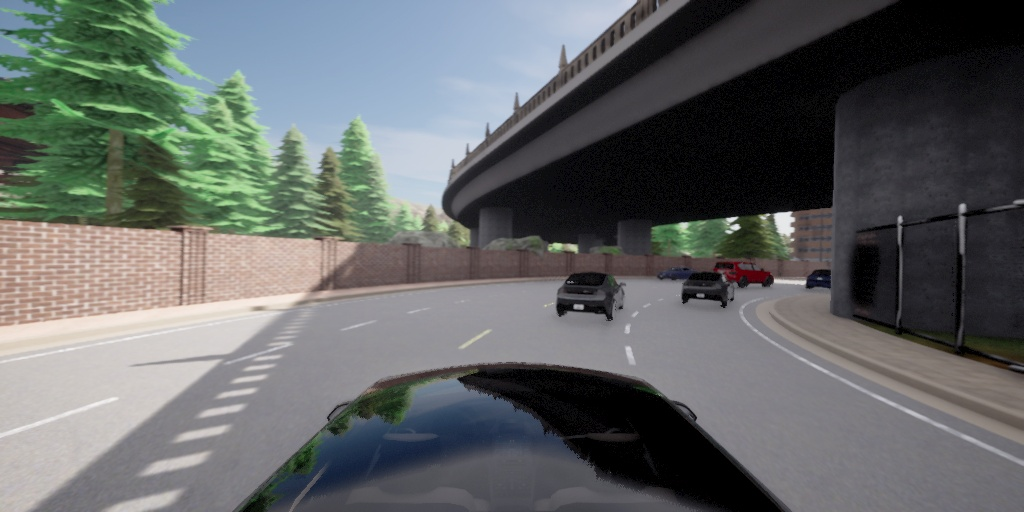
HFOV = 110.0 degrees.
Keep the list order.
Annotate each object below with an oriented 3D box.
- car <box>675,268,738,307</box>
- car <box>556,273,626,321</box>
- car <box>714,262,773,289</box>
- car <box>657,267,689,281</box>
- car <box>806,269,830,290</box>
[{"bbox_3d":[9.756,1.542,17.736,1.837,1.490,4.892,0,-1,37],"label":"car"},{"bbox_3d":[3.010,1.352,13.267,1.837,1.490,4.892,1,0,23],"label":"car"},{"bbox_3d":[18.821,1.521,29.320,5.566,2.045,2.150,2,0,-26],"label":"car"},{"bbox_3d":[16.959,1.804,36.465,4.674,1.442,1.812,2,0,-23],"label":"car"},{"bbox_3d":[25.681,1.838,28.489,4.553,1.767,2.097,2,0,-24],"label":"car"}]
